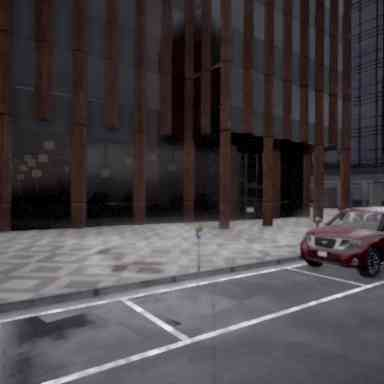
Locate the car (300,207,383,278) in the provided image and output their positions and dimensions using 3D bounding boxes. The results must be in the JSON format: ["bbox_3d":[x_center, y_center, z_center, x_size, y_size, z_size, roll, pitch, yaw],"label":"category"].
[{"bbox_3d":[5.670,1.425,10.699,5.009,1.841,2.192,1,0,-36],"label":"car"}]
